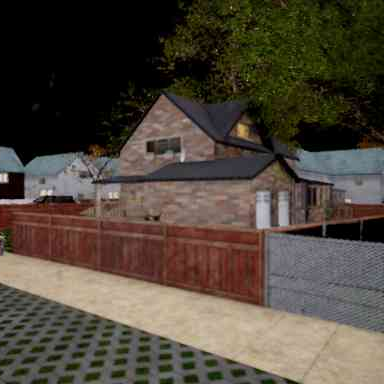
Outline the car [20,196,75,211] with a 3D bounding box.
[{"bbox_3d":[-13.932,1.367,32.110,2.150,2.045,5.566,0,-1,37],"label":"car"}]
